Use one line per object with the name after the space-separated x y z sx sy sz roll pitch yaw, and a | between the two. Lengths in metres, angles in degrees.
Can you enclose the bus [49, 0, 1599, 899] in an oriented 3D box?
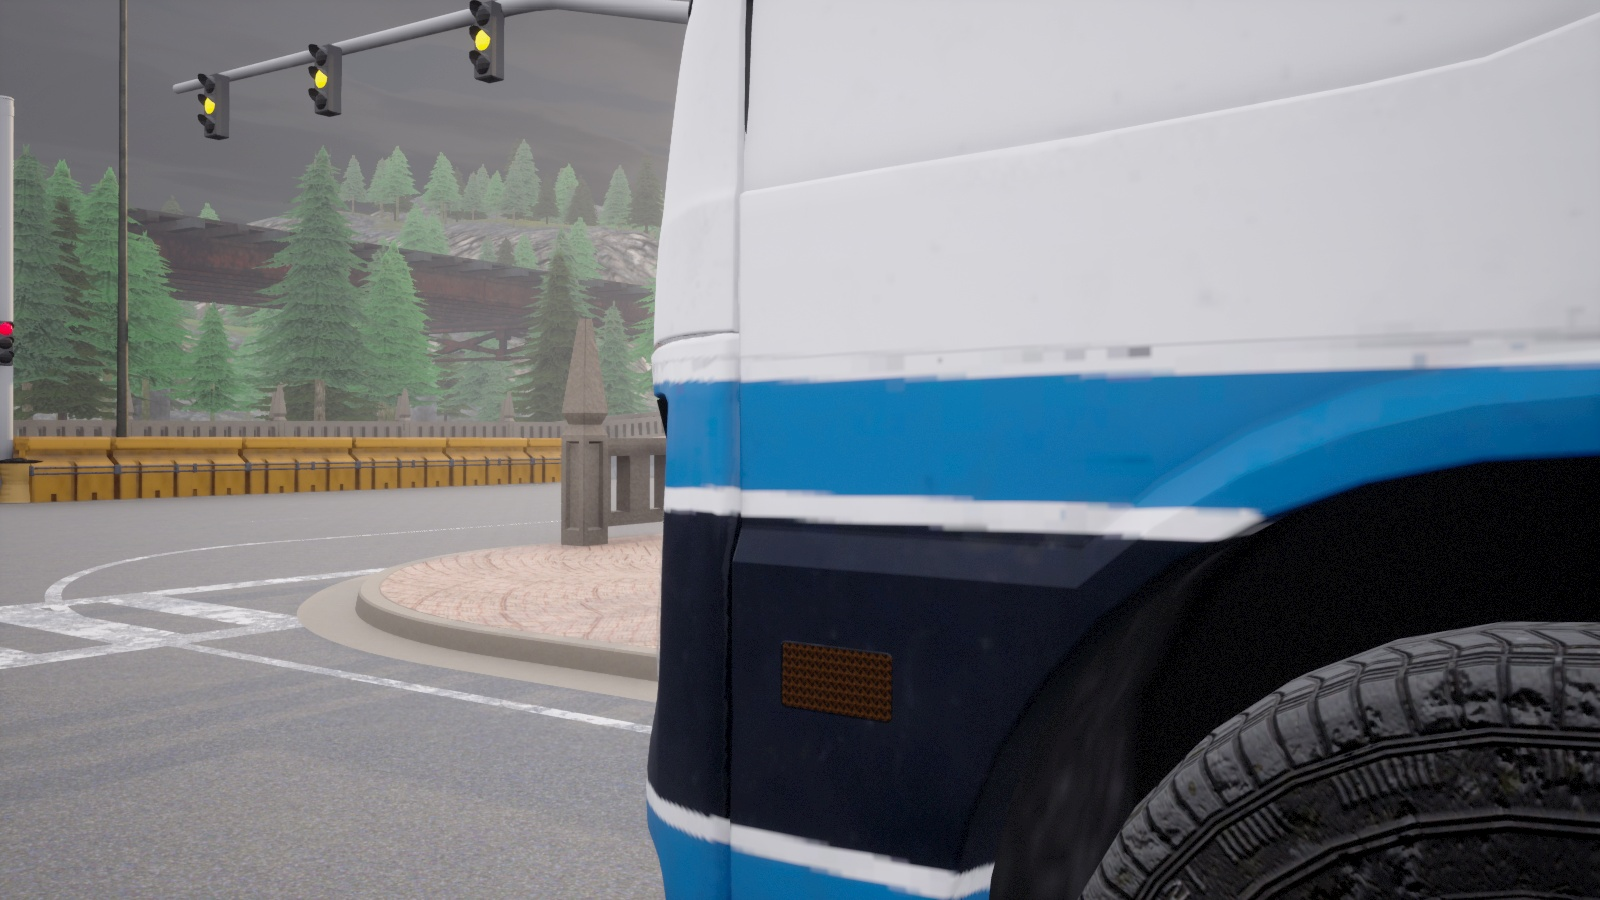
4.151 -0.694 0.838 10.273 4.253 3.944 0 1 34 | bus
